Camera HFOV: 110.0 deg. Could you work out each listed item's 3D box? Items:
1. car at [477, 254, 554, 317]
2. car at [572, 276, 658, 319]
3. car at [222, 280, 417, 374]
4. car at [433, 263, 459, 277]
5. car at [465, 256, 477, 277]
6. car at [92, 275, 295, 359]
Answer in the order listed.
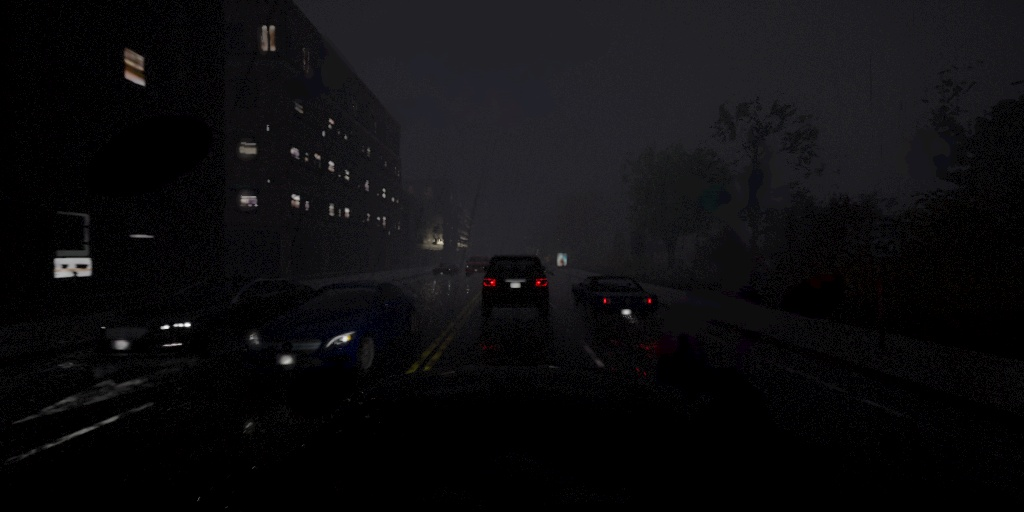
[{"bbox_3d":[0.104,0.966,13.352,2.150,2.045,5.566,0,0,0],"label":"car"},{"bbox_3d":[3.355,1.347,12.724,1.895,1.301,4.718,0,0,0],"label":"car"},{"bbox_3d":[-3.348,1.272,7.646,1.812,1.442,4.674,0,0,0],"label":"car"},{"bbox_3d":[-6.522,1.340,35.554,1.895,1.301,4.718,0,0,1],"label":"car"},{"bbox_3d":[-3.270,0.963,35.571,2.150,2.045,5.566,0,0,0],"label":"car"},{"bbox_3d":[-6.598,1.236,8.504,2.128,1.511,4.902,0,0,0],"label":"car"}]
